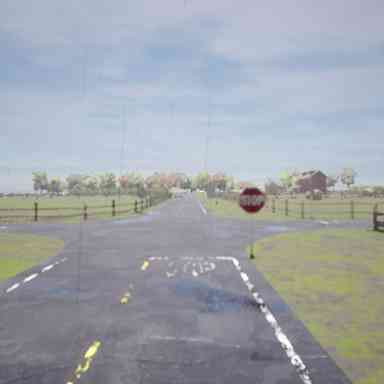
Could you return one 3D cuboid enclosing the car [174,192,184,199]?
[{"bbox_3d":[-2.849,0.726,71.759,1.812,1.442,4.674,0,0,0],"label":"car"}]
